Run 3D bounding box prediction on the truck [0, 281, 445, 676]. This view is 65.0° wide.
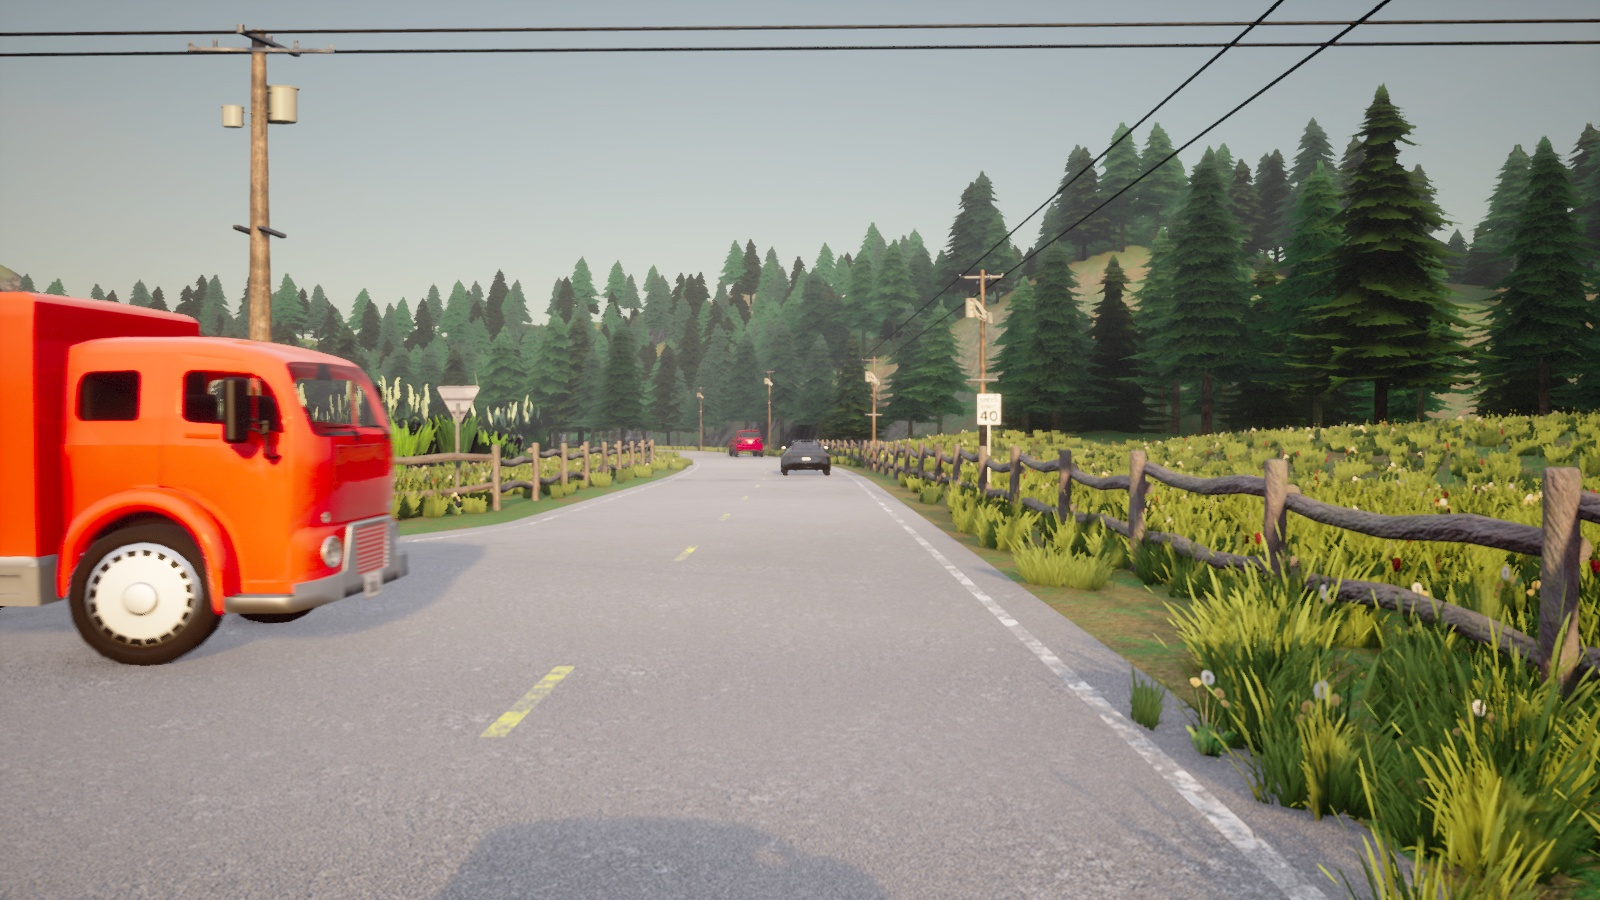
[{"bbox_3d":[-5.620,0.150,9.249,5.204,2.467,2.627,0,2,2],"label":"truck"}]

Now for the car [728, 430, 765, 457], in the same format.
[{"bbox_3d":[-4.140,-0.508,95.832,2.150,2.045,5.566,0,1,-9],"label":"car"}]

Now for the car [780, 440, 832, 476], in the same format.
[{"bbox_3d":[0.204,0.292,51.132,1.994,1.385,4.181,0,1,-1],"label":"car"}]
